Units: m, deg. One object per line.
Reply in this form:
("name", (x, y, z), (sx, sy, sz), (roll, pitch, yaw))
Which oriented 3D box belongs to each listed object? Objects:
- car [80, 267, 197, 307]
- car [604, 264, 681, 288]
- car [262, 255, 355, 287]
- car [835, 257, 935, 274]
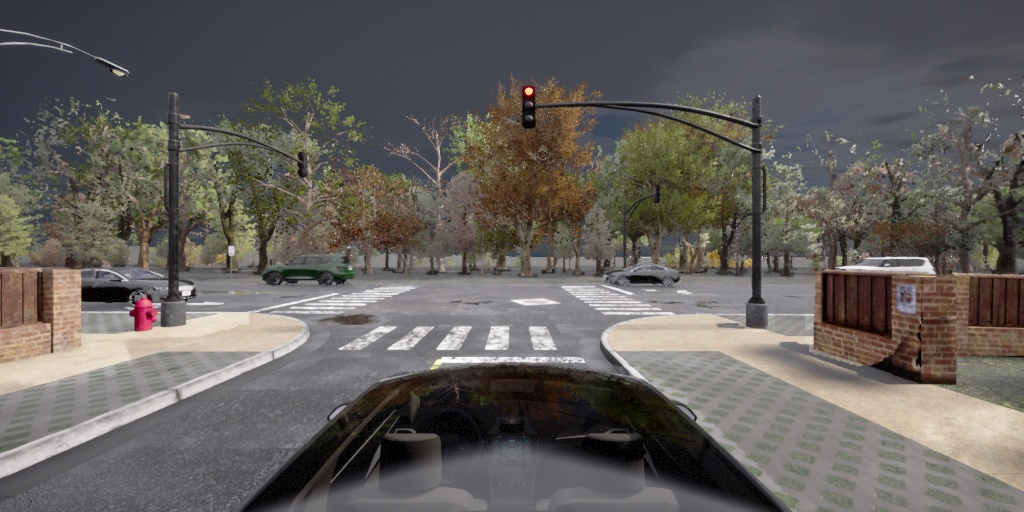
("car", (-15.118, 1.183, 13.946), (4.902, 1.511, 2.128), (0, 0, 0))
("car", (8.636, 1.285, 23.924), (4.902, 1.511, 2.128), (0, 0, 0))
("car", (-13.431, 0.932, 23.909), (5.566, 2.045, 2.150), (0, 0, 0))
("car", (24.697, 1.070, 23.948), (5.566, 2.045, 2.150), (0, 0, 0))
